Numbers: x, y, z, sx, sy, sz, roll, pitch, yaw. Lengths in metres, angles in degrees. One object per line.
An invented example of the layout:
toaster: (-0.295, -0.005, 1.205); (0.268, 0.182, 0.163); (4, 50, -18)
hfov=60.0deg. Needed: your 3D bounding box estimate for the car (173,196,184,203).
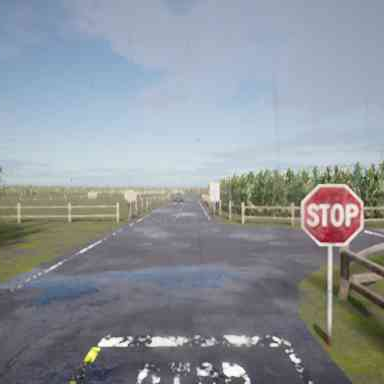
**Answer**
car: (-2.656, 1.390, 65.655); (1.994, 1.385, 4.181); (0, 0, 0)
